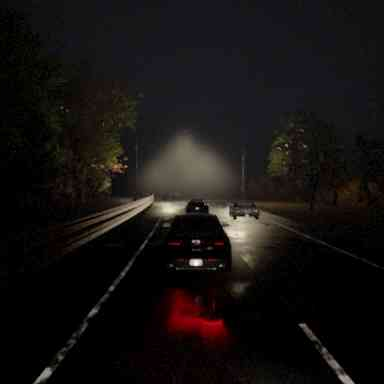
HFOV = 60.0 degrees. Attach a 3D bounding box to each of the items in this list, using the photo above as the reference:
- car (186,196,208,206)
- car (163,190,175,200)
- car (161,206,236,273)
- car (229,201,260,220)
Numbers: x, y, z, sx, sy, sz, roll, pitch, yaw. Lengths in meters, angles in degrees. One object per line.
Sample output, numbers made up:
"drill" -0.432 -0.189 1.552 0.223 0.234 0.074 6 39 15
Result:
"car" 0.465 1.292 29.015 1.994 1.385 4.181 0 1 1
"car" -4.900 0.672 70.292 2.150 2.045 5.566 0 0 -8
"car" 0.127 1.402 10.328 1.837 1.490 4.892 0 1 1
"car" 3.912 1.359 25.643 1.895 1.301 4.718 0 0 1
